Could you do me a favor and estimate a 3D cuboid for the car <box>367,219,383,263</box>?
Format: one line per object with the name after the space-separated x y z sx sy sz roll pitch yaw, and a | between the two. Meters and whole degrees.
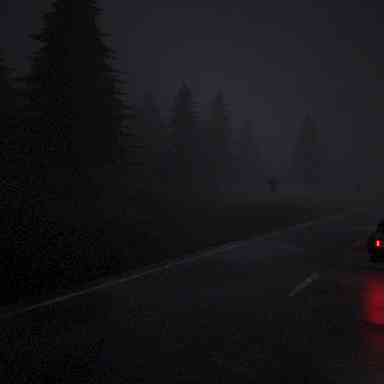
6.801 1.409 10.315 1.895 1.301 4.718 1 1 35 | car
